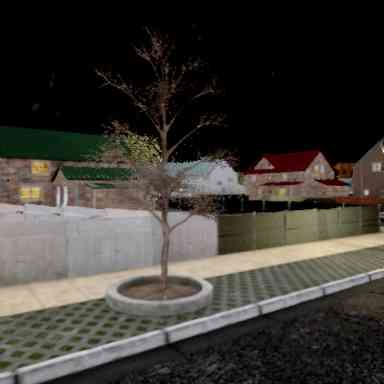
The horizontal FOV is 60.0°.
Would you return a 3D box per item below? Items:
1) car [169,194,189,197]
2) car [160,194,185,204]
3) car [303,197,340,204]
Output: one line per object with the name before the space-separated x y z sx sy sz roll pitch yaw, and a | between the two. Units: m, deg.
car | -1.194 1.201 44.908 2.033 1.411 5.357 0 1 -34
car | -3.119 1.097 52.877 1.812 1.442 4.674 0 1 -33
car | 10.930 1.230 27.066 2.097 1.767 4.553 0 1 -34
